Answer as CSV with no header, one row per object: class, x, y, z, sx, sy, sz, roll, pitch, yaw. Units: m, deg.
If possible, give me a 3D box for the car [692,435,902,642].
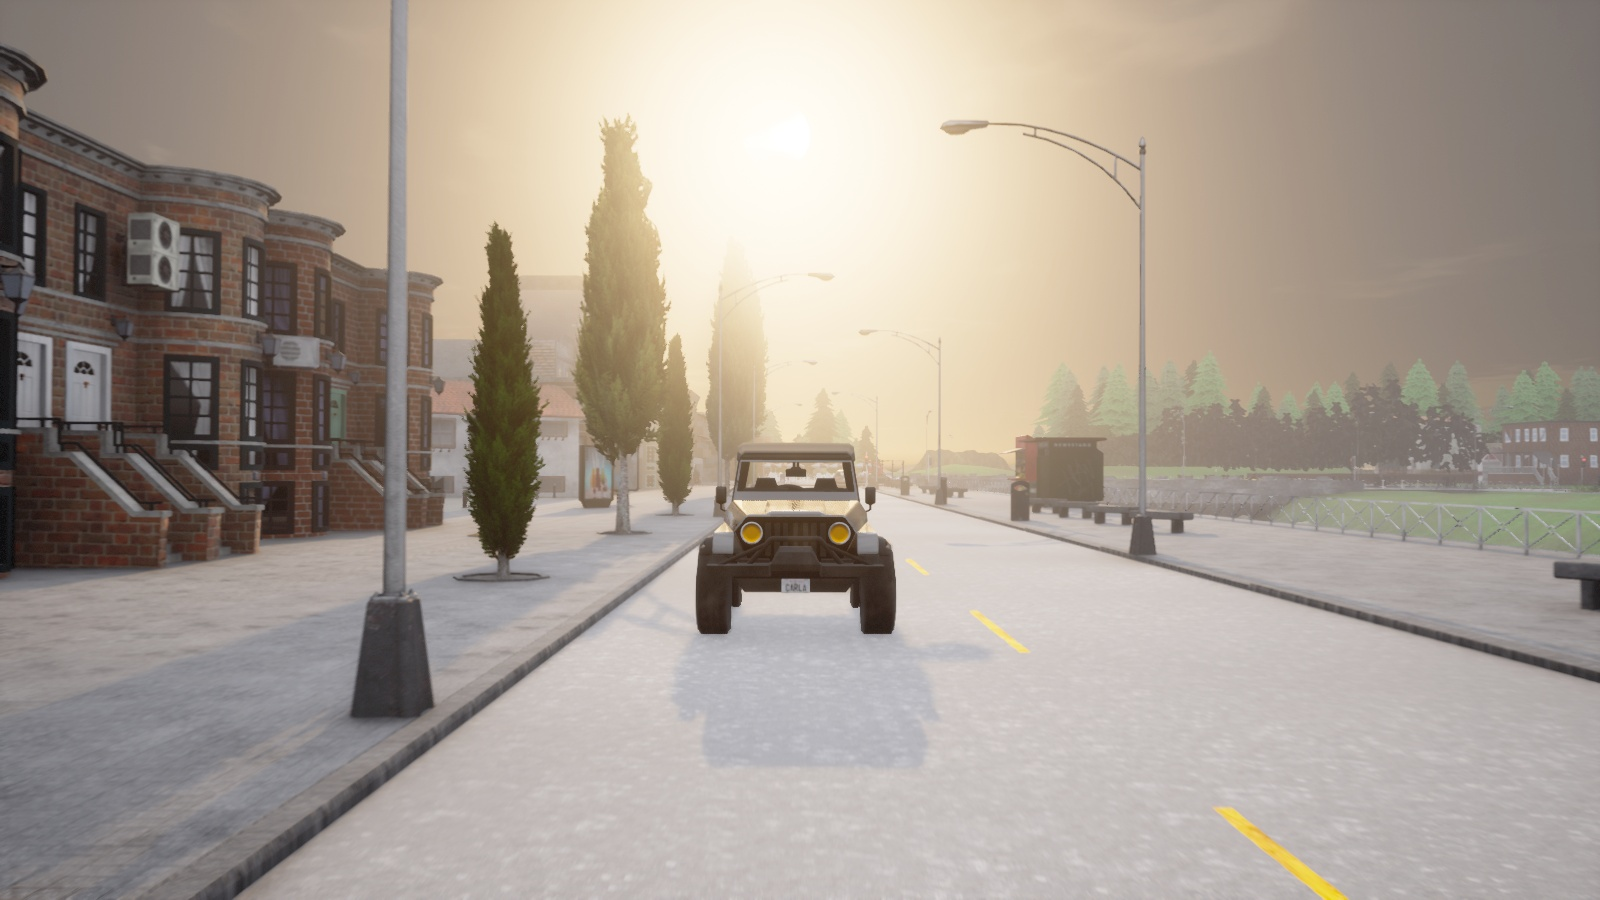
car,-0.036,0.834,13.360,1.905,1.878,3.866,0,-1,0
